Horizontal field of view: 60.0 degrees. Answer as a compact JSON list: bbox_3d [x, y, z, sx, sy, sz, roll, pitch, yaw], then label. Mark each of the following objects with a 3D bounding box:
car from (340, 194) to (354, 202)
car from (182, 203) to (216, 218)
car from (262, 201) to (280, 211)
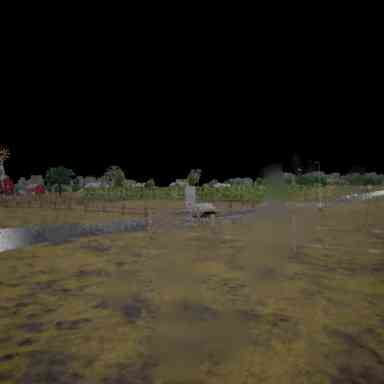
[{"bbox_3d":[39.420,1.547,85.387,2.097,1.767,4.553,-1,0,36],"label":"car"},{"bbox_3d":[0.883,2.045,38.347,2.097,1.767,4.553,-1,-2,36],"label":"car"},{"bbox_3d":[12.781,2.219,54.586,2.128,1.511,4.902,-1,0,36],"label":"car"}]
